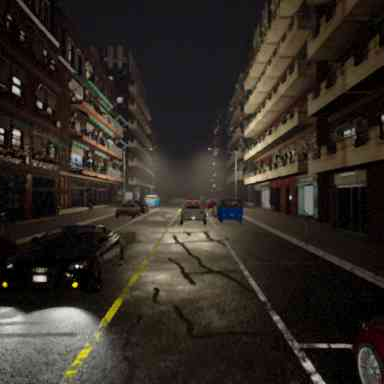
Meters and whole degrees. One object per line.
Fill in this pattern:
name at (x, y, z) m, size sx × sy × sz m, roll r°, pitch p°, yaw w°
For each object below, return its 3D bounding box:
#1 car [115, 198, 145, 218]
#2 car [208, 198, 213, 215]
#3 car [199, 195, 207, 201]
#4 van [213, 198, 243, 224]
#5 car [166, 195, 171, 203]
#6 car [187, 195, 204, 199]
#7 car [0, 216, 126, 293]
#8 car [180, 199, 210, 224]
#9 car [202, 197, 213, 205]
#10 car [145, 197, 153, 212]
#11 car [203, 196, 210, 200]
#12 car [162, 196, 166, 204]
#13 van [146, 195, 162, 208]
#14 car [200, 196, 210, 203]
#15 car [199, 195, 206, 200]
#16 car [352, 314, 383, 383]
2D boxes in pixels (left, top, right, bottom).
car at (-5.675, 1.515, 29.888) m, size 1.752 × 1.417 × 4.829 m, roll 1°, pitch 0°, yaw 0°
car at (2.712, 1.516, 30.188) m, size 1.752 × 1.417 × 4.829 m, roll 1°, pitch 0°, yaw 0°
car at (2.849, 1.525, 85.729) m, size 2.008 × 1.369 × 4.403 m, roll 1°, pitch 0°, yaw 0°
van at (2.710, 1.333, 24.446) m, size 1.690 × 1.788 × 3.998 m, roll 1°, pitch 0°, yaw 0°
car at (-5.672, 1.531, 63.485) m, size 2.008 × 1.369 × 4.403 m, roll 1°, pitch 0°, yaw 0°
car at (0.105, 1.338, 41.958) m, size 2.097 × 1.767 × 4.553 m, roll 0°, pitch 0°, yaw 0°
car at (-3.053, 1.562, 8.699) m, size 1.994 × 1.385 × 4.181 m, roll 0°, pitch 0°, yaw 0°
car at (0.101, 1.517, 24.510) m, size 1.812 × 1.442 × 4.674 m, roll 0°, pitch 0°, yaw 0°
car at (2.675, 1.564, 57.874) m, size 1.802 × 1.307 × 4.206 m, roll 1°, pitch 0°, yaw 0°
car at (-5.675, 1.554, 35.629) m, size 1.947 × 1.339 × 4.313 m, roll 1°, pitch 0°, yaw 0°
car at (2.685, 1.532, 41.160) m, size 1.887 × 1.381 × 4.507 m, roll 1°, pitch 0°, yaw 0°
car at (-5.673, 1.534, 52.342) m, size 2.008 × 1.369 × 4.403 m, roll 1°, pitch 0°, yaw 0°
van at (-5.671, 1.326, 46.772) m, size 1.690 × 1.788 × 3.998 m, roll 1°, pitch 0°, yaw 0°
car at (2.676, 1.530, 69.015) m, size 2.008 × 1.369 × 4.403 m, roll 1°, pitch 0°, yaw 0°
car at (2.849, 1.524, 91.299) m, size 2.008 × 1.369 × 4.403 m, roll 1°, pitch 0°, yaw 0°
car at (2.701, 1.582, 2.162) m, size 1.802 × 1.307 × 4.206 m, roll 1°, pitch 0°, yaw 0°
